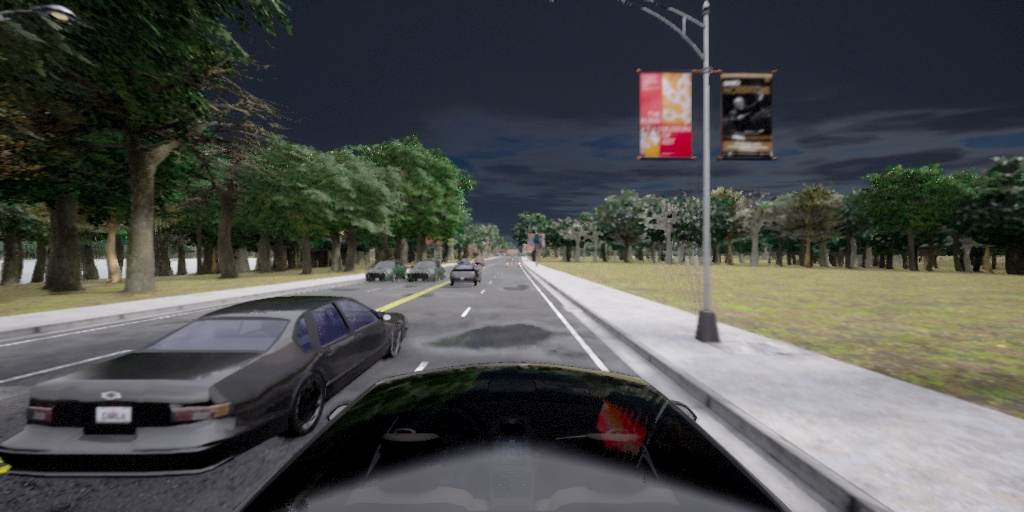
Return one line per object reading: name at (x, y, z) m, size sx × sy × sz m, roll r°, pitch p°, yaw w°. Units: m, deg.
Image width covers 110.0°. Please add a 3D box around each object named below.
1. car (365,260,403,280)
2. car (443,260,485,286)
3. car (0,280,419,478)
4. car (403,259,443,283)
car at (-9.869, 1.126, 28.491) m, size 2.097 × 1.767 × 4.553 m, roll 0°, pitch 0°, yaw 0°
car at (-3.176, 1.261, 25.444) m, size 2.128 × 1.511 × 4.902 m, roll 0°, pitch 0°, yaw 0°
car at (-3.151, 1.300, 5.345) m, size 2.033 × 1.411 × 5.357 m, roll 0°, pitch 0°, yaw 0°
car at (-6.620, 1.125, 28.056) m, size 2.097 × 1.767 × 4.553 m, roll 0°, pitch 0°, yaw 0°
